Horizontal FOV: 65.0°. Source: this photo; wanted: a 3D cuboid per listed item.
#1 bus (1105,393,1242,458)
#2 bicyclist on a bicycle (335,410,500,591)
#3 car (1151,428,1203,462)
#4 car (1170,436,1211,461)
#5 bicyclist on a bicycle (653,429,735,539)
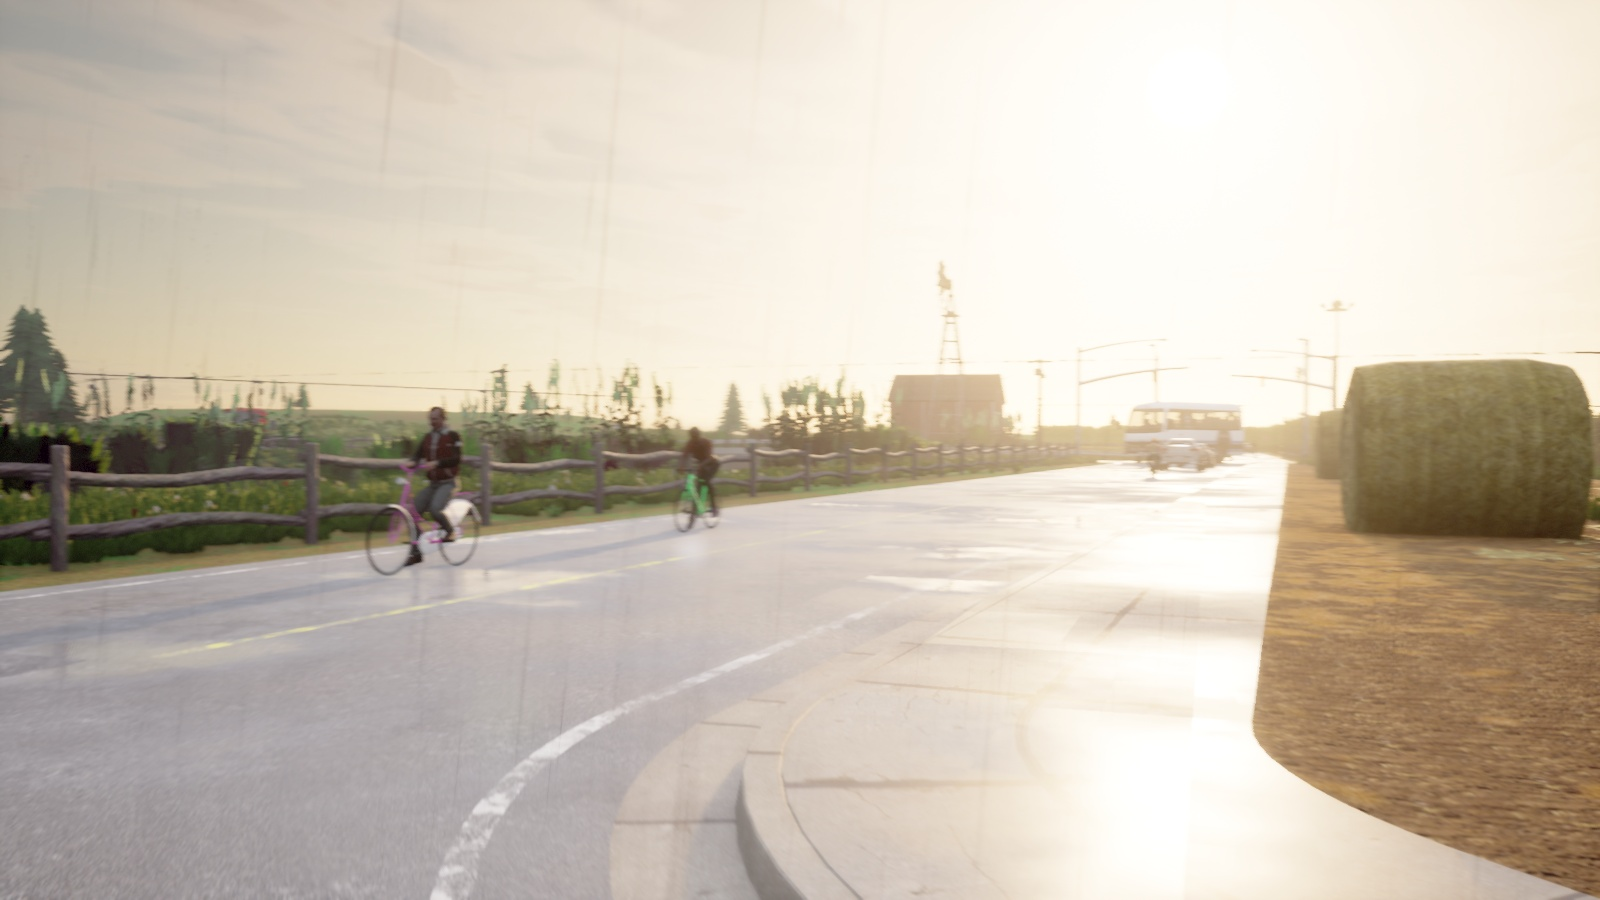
[{"bbox_3d":[26.179,-1.667,87.606,10.273,4.253,3.944,-1,-1,-39],"label":"bus"},{"bbox_3d":[-3.996,0.488,13.280,0.659,1.776,1.843,0,0,21],"label":"bicyclist on a bicycle"},{"bbox_3d":[19.130,-0.265,63.649,2.152,1.651,5.027,0,1,21],"label":"car"},{"bbox_3d":[22.607,-0.093,72.677,1.994,1.385,4.181,0,1,21],"label":"car"},{"bbox_3d":[-1.616,0.493,19.464,0.582,1.620,1.656,0,1,21],"label":"bicyclist on a bicycle"}]
